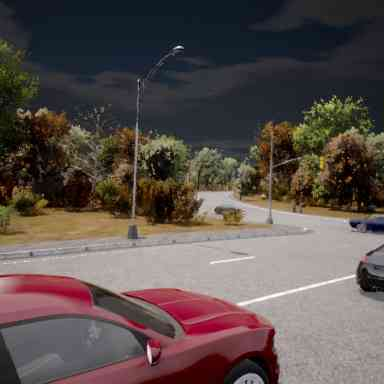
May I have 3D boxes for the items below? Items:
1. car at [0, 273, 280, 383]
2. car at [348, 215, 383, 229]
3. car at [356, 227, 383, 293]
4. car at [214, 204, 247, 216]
[{"bbox_3d":[-1.371,1.479,2.768,5.008,1.535,1.882,0,0,-36],"label":"car"},{"bbox_3d":[12.972,2.186,21.881,1.895,1.301,4.718,3,-2,-30],"label":"car"},{"bbox_3d":[5.778,1.665,7.922,4.181,1.385,1.994,1,-1,-35],"label":"car"},{"bbox_3d":[4.476,2.152,39.353,2.033,1.411,5.357,3,0,-21],"label":"car"}]
